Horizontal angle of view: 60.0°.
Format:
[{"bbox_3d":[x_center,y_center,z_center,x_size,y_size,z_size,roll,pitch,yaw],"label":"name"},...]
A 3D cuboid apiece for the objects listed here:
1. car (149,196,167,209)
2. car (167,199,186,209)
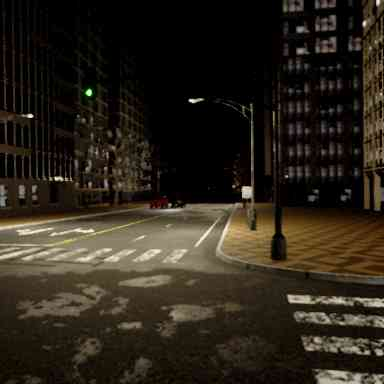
[{"bbox_3d":[-5.425,1.726,55.411,2.150,2.045,5.566,-1,-1,8],"label":"car"},{"bbox_3d":[-2.202,1.959,54.976,2.128,1.511,4.902,-1,-1,8],"label":"car"}]
